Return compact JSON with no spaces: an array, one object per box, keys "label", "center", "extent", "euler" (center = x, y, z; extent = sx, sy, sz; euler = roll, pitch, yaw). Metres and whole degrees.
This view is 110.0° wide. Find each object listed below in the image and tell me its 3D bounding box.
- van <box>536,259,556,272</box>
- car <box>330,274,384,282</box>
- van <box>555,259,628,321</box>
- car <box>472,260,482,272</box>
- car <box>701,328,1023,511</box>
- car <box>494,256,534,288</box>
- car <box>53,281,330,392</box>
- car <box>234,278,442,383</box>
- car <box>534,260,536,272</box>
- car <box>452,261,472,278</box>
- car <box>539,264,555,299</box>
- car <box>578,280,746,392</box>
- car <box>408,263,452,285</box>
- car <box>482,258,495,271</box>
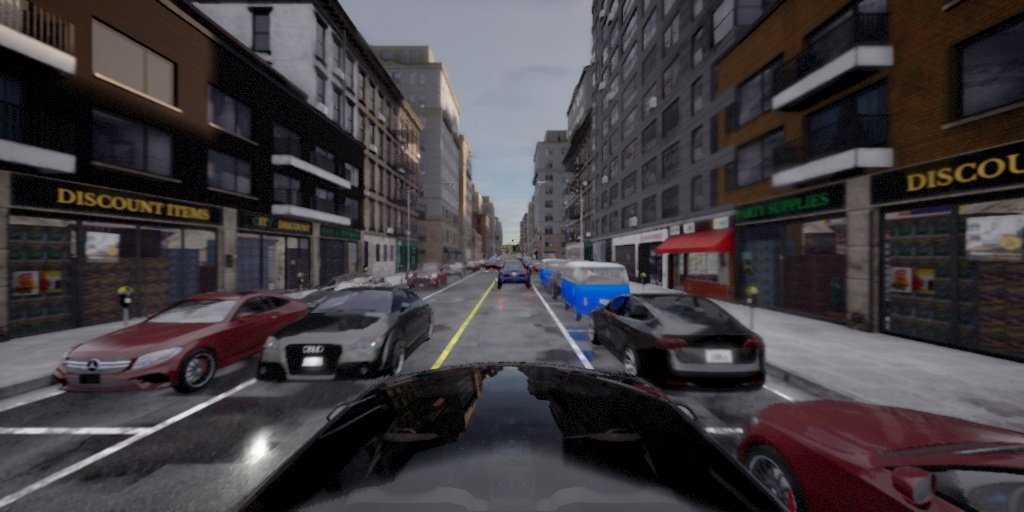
[{"label":"van","center":[2.671,1.085,23.187],"extent":[1.690,1.789,3.998],"euler":[0,0,0]},{"label":"car","center":[-5.371,1.296,12.178],"extent":[2.007,1.370,4.403],"euler":[0,0,0]},{"label":"van","center":[2.654,1.086,12.166],"extent":[1.690,1.789,3.998],"euler":[0,0,0]},{"label":"car","center":[-5.319,1.295,45.243],"extent":[1.888,1.381,4.507],"euler":[0,0,0]},{"label":"car","center":[2.636,1.332,1.145],"extent":[1.802,1.307,4.207],"euler":[0,0,0]},{"label":"car","center":[0.137,1.096,23.969],"extent":[2.097,1.767,4.553],"euler":[0,0,0]},{"label":"car","center":[-5.380,1.329,6.668],"extent":[1.802,1.307,4.207],"euler":[0,0,0]},{"label":"car","center":[-2.839,1.311,7.071],"extent":[1.994,1.385,4.181],"euler":[0,0,-1]},{"label":"car","center":[2.697,1.188,39.719],"extent":[1.967,1.591,4.097],"euler":[0,0,0]},{"label":"car","center":[-5.337,1.297,34.221],"extent":[2.007,1.370,4.403],"euler":[0,0,0]},{"label":"car","center":[2.662,1.294,17.676],"extent":[2.007,1.370,4.403],"euler":[0,0,0]},{"label":"car","center":[2.645,1.313,6.655],"extent":[1.948,1.339,4.313],"euler":[0,0,0]},{"label":"car","center":[-5.354,1.184,23.199],"extent":[1.967,1.591,4.097],"euler":[0,0,0]},{"label":"car","center":[-2.707,1.352,50.033],"extent":[1.895,1.301,4.718],"euler":[0,0,1]}]
